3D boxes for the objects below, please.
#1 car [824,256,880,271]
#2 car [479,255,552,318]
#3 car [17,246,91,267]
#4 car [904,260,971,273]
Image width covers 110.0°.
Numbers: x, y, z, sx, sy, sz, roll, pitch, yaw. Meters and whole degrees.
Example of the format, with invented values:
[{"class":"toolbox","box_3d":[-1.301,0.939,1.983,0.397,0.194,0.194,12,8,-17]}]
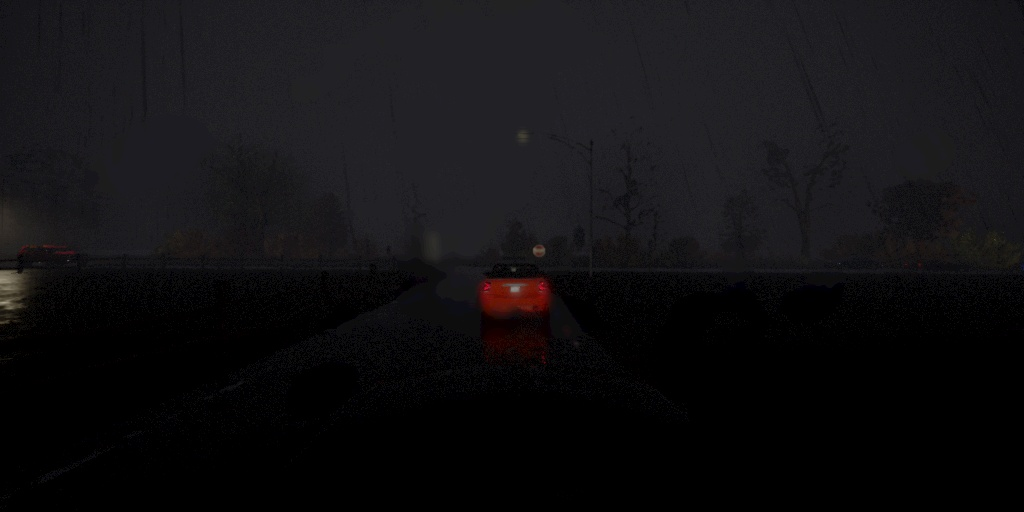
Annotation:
[{"class":"car","box_3d":[36.725,0.773,38.779,5.008,1.535,1.882,1,2,0]},{"class":"car","box_3d":[0.099,0.902,12.109,2.097,1.767,4.553,0,1,0]},{"class":"car","box_3d":[-46.045,-0.015,36.100,5.566,2.045,2.150,0,2,1]},{"class":"car","box_3d":[42.594,1.013,35.912,4.718,1.301,1.895,0,2,1]}]
